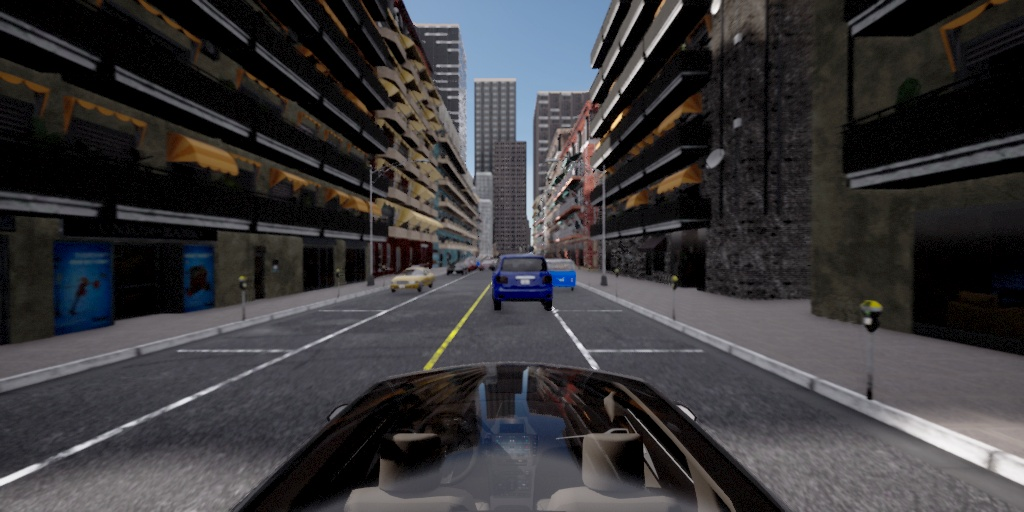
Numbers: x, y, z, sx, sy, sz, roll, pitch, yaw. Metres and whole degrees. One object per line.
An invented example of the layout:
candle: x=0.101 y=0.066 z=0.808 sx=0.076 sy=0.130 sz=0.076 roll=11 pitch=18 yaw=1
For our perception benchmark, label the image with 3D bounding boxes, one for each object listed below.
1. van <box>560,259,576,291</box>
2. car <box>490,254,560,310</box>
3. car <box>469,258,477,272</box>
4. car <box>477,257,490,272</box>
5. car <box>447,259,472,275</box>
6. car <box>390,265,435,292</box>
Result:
van: x=2.691 y=1.068 z=21.135 sx=1.690 sy=1.789 sz=3.998 roll=0 pitch=0 yaw=0
car: x=0.297 y=0.956 z=14.647 sx=2.150 sy=2.045 sz=5.566 roll=0 pitch=0 yaw=-3
car: x=-5.686 y=1.250 z=43.242 sx=1.888 sy=1.381 sz=4.507 roll=0 pitch=0 yaw=0
car: x=-3.059 y=1.228 z=45.145 sx=1.812 sy=1.442 sz=4.674 roll=0 pitch=0 yaw=0
car: x=-5.687 y=1.276 z=37.718 sx=1.948 sy=1.339 sz=4.313 roll=0 pitch=0 yaw=0
car: x=-5.690 y=1.253 z=20.978 sx=1.751 sy=1.417 sz=4.829 roll=0 pitch=0 yaw=0
